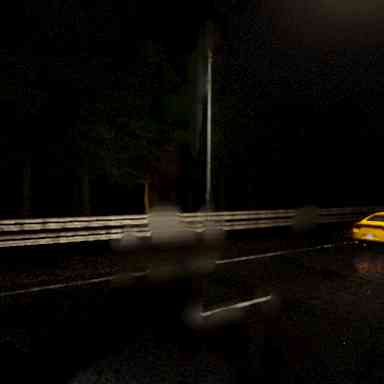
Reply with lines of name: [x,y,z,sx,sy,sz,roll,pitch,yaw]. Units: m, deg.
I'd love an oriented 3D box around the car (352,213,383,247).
car: [8.975,1.613,14.444,5.008,1.535,1.882,1,0,-35]

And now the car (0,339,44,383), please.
car: [-2.905,1.551,1.676,4.181,1.385,1.994,1,0,-35]
